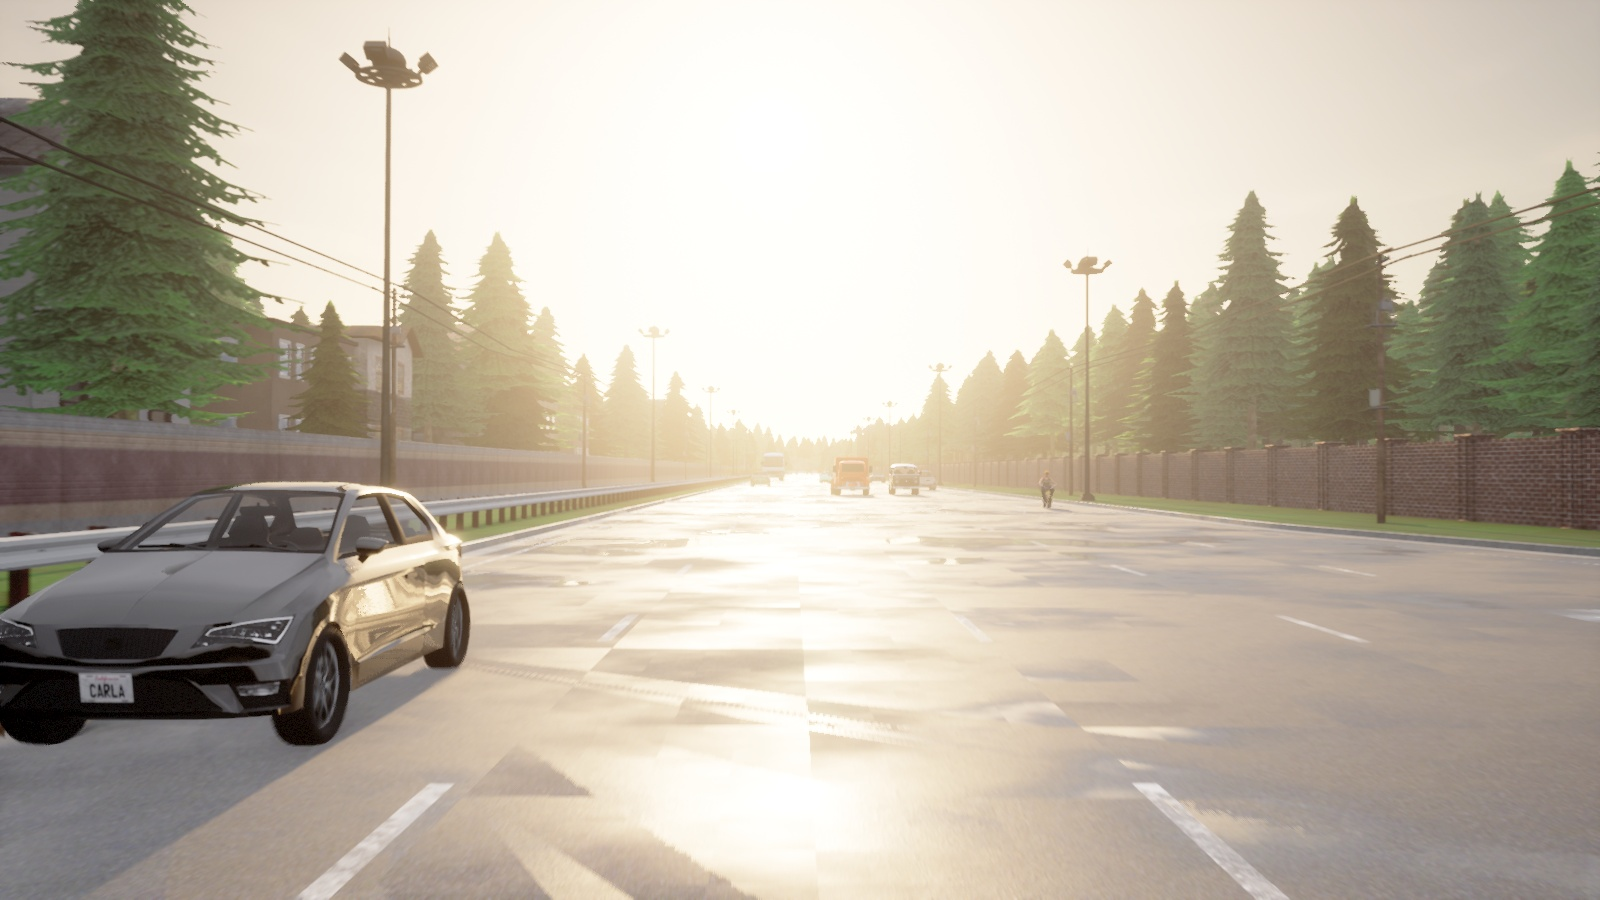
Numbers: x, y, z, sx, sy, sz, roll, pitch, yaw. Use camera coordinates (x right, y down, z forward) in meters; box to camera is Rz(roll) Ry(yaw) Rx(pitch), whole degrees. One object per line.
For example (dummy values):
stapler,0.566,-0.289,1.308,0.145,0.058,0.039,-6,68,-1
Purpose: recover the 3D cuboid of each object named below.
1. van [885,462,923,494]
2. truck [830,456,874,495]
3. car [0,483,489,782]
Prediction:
van,6.799,1.854,82.440,2.069,2.038,4.480,0,-1,0
truck,3.302,1.636,81.095,2.627,2.467,5.204,0,-1,0
car,-3.521,0.980,8.478,1.816,1.474,4.193,0,-1,0
